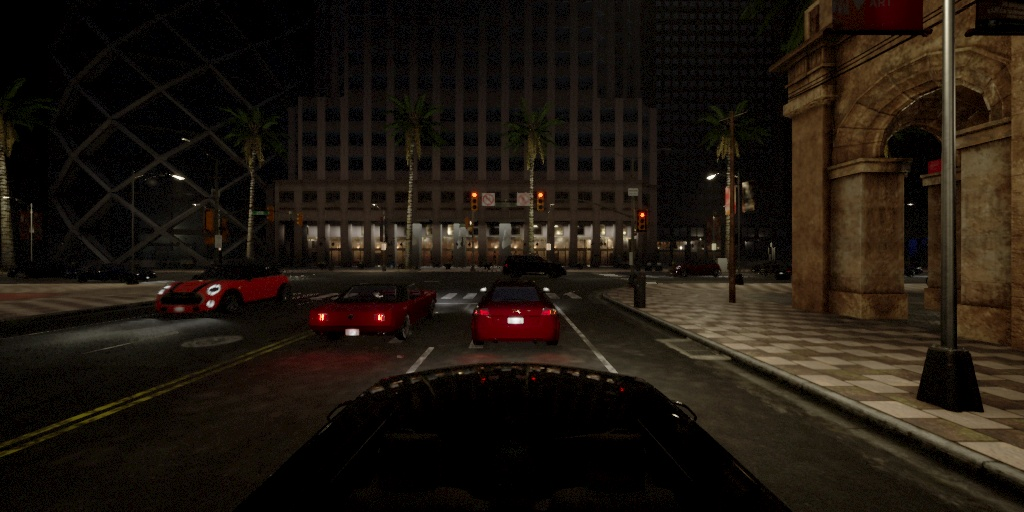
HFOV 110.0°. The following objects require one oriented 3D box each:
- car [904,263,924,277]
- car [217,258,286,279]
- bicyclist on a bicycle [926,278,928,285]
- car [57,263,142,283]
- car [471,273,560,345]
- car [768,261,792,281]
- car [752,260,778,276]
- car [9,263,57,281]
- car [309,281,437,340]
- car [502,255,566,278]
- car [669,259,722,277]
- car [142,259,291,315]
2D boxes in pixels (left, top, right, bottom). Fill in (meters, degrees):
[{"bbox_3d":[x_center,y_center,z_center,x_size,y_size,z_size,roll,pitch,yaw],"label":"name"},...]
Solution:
[{"bbox_3d":[36.676,1.297,35.004,5.357,1.411,2.033,0,0,0],"label":"car"},{"bbox_3d":[-22.671,1.101,31.358,4.553,1.767,2.097,0,0,-1],"label":"car"},{"bbox_3d":[24.674,1.050,20.563,0.582,1.620,1.656,0,0,0],"label":"bicyclist on a bicycle"},{"bbox_3d":[-30.997,1.297,27.774,5.357,1.411,2.033,0,0,-3],"label":"car"},{"bbox_3d":[0.080,1.314,9.470,1.994,1.385,4.181,0,0,0],"label":"car"},{"bbox_3d":[22.926,1.314,27.848,4.181,1.385,1.994,0,0,0],"label":"car"},{"bbox_3d":[26.903,1.241,35.039,4.902,1.511,2.128,0,0,0],"label":"car"},{"bbox_3d":[-38.305,1.276,29.903,4.674,1.442,1.812,0,0,-18],"label":"car"},{"bbox_3d":[-3.419,1.351,9.931,1.895,1.301,4.718,0,0,0],"label":"car"},{"bbox_3d":[1.896,0.971,31.407,5.566,2.045,2.150,0,0,0],"label":"car"},{"bbox_3d":[17.809,1.102,35.064,4.553,1.767,2.097,0,0,0],"label":"car"},{"bbox_3d":[-10.612,1.102,13.625,2.097,1.767,4.553,0,0,-1],"label":"car"}]
